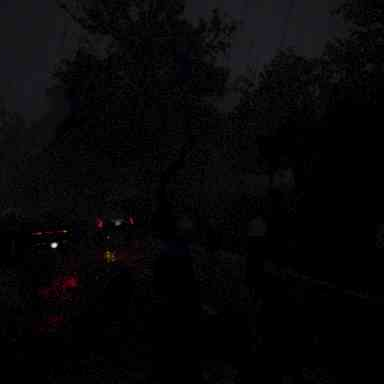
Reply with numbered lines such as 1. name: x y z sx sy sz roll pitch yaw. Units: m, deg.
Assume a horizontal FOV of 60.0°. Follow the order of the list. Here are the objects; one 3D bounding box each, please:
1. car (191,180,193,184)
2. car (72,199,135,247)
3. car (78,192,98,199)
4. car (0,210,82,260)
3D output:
1. car: -1.531 -2.725 84.003 2.097 1.767 4.553 -1 5 25
2. car: -4.713 1.363 15.393 4.553 1.767 2.097 -1 1 41
3. car: -15.490 0.649 51.475 1.882 1.535 5.008 -1 4 18
4. car: -6.449 1.552 12.802 4.892 1.490 1.837 -1 -1 42
